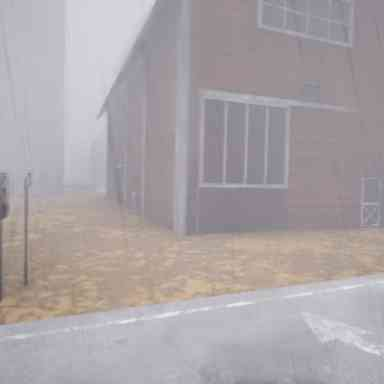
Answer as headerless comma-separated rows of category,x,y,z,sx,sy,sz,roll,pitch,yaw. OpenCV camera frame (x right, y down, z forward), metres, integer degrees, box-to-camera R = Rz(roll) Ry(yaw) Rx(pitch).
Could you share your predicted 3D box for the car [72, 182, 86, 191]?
car,-18.130,-0.947,53.323,1.994,1.381,4.181,1,2,-21
